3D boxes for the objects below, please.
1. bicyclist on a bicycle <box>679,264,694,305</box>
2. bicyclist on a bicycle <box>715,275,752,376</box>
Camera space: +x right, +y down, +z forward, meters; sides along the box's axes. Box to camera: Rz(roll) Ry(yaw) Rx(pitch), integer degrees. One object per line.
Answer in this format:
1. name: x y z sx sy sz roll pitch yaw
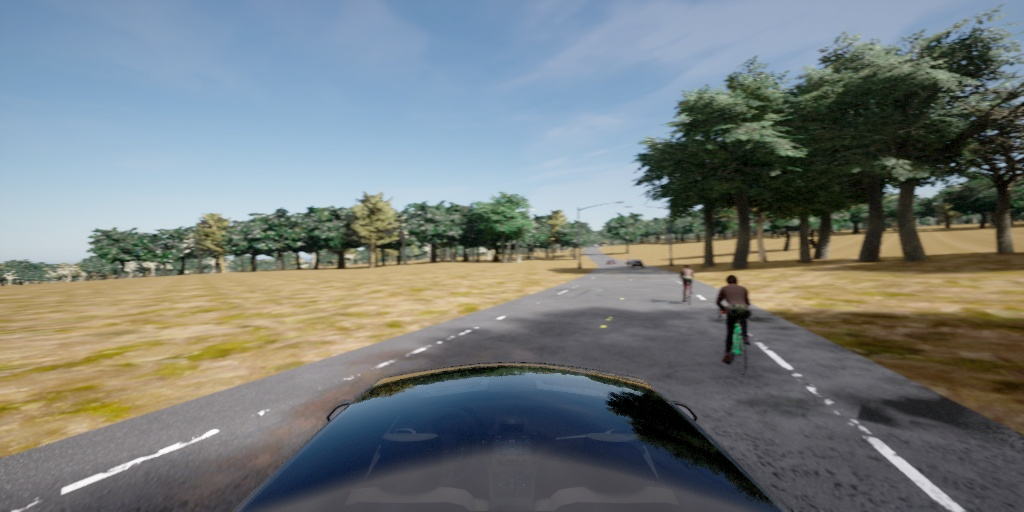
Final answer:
1. bicyclist on a bicycle: 7.227 1.176 14.789 0.582 1.620 1.656 -1 -1 21
2. bicyclist on a bicycle: 3.936 1.161 6.343 0.582 1.620 1.656 -1 -1 22
